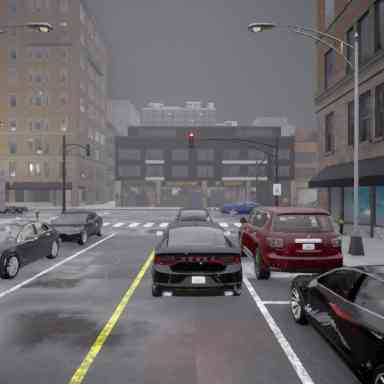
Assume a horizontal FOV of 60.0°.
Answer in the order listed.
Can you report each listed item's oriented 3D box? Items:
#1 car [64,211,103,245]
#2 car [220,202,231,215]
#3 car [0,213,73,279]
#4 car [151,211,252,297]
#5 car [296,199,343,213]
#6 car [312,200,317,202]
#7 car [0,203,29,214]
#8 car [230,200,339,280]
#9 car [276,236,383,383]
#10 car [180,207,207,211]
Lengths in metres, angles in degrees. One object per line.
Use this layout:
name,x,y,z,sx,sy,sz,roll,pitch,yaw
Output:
car,-5.411,1.565,15.531,1.947,1.339,4.313,0,0,0
car,5.144,1.509,31.143,5.008,1.535,1.882,0,0,0
car,-5.403,1.550,9.869,2.008,1.369,4.403,0,0,0
car,0.061,1.477,8.646,1.882,1.535,5.008,0,0,-1
car,14.436,1.605,37.881,4.674,1.442,1.812,0,0,0
car,15.248,1.305,34.654,5.566,2.045,2.150,0,0,0
car,-17.886,1.521,31.005,4.718,1.301,1.895,0,0,0
car,2.622,1.314,9.880,2.192,1.841,5.009,0,0,0
car,2.630,1.566,4.218,1.947,1.339,4.313,0,0,0
car,0.057,1.504,16.202,1.837,1.490,4.892,0,0,0
